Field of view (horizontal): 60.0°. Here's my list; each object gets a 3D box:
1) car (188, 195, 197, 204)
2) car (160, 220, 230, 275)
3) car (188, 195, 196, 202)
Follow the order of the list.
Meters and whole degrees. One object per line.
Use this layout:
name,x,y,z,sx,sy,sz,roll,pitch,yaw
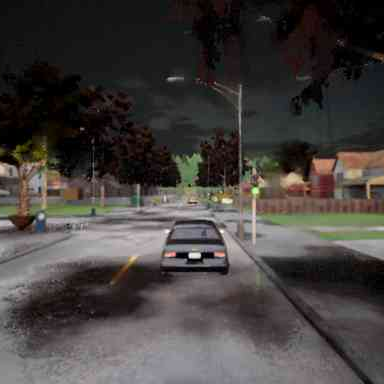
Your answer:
car,0.111,1.811,68.776,1.895,1.301,4.718,0,0,0
car,0.083,1.580,10.505,2.033,1.411,5.357,0,0,0
car,0.014,1.609,82.971,2.097,1.767,4.553,0,0,0
